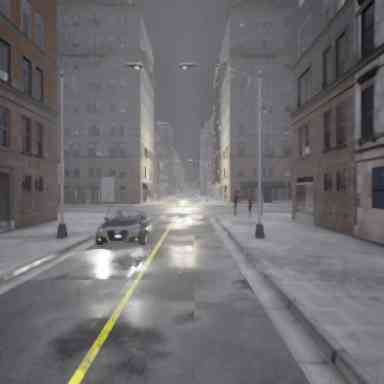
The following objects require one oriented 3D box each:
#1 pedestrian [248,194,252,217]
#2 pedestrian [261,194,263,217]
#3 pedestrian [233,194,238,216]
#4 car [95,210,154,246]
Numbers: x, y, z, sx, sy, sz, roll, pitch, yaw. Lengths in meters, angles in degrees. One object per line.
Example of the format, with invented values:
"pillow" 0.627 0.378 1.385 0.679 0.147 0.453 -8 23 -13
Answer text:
"pedestrian" 4.511 1.023 26.054 0.375 1.860 0.375 0 0 0
"pedestrian" 5.511 1.021 26.654 0.375 1.860 0.375 0 0 0
"pedestrian" 3.511 1.018 27.254 0.375 1.860 0.375 0 0 0
"car" -2.832 1.497 14.704 1.994 1.385 4.181 0 0 0
